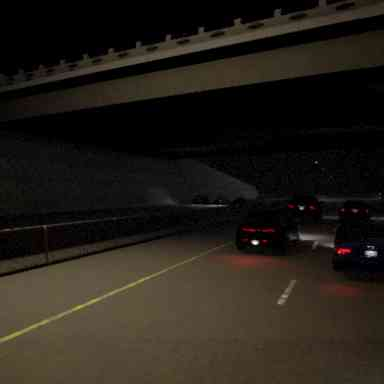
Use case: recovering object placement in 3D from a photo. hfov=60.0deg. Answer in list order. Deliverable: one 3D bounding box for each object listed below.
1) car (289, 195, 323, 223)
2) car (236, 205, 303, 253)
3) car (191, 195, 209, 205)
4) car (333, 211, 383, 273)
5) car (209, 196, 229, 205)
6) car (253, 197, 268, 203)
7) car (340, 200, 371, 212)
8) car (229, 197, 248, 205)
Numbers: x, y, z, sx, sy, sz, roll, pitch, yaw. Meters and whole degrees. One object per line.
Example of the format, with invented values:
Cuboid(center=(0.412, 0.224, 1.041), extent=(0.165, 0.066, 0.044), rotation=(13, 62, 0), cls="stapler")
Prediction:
Cuboid(center=(9.106, 1.274, 26.540), extent=(2.150, 2.045, 5.566), rotation=(0, 0, 25), cls="car")
Cuboid(center=(3.288, 1.526, 13.983), extent=(1.837, 1.490, 4.892), rotation=(0, 0, 25), cls="car")
Cuboid(center=(1.632, 1.386, 60.467), extent=(2.097, 1.767, 4.553), rotation=(0, 0, 25), cls="car")
Cuboid(center=(5.512, 1.575, 10.518), extent=(2.033, 1.411, 5.357), rotation=(0, 0, 25), cls="car")
Cuboid(center=(5.376, 1.527, 60.199), extent=(1.882, 1.535, 5.008), rotation=(0, 0, 25), cls="car")
Cuboid(center=(11.861, 1.602, 57.554), extent=(1.812, 1.442, 4.674), rotation=(0, 0, 25), cls="car")
Cuboid(center=(12.734, 1.417, 26.011), extent=(2.097, 1.767, 4.553), rotation=(0, 0, 25), cls="car")
Cuboid(center=(8.592, 1.589, 58.817), extent=(1.812, 1.442, 4.674), rotation=(0, 0, 25), cls="car")
